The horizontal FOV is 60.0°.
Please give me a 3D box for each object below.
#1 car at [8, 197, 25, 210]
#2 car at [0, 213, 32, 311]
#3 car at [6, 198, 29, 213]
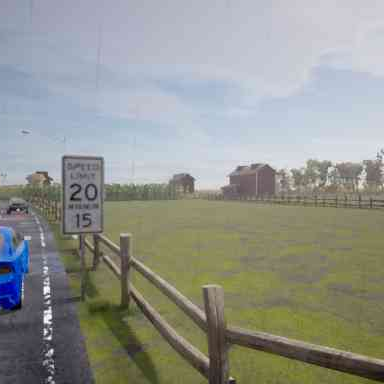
[{"bbox_3d":[-23.341,1.505,44.069,1.837,1.490,4.892,0,0,-30],"label":"car"},{"bbox_3d":[-4.719,1.479,7.375,1.882,1.535,5.008,0,0,-24],"label":"car"},{"bbox_3d":[-18.395,1.508,35.178,1.837,1.490,4.892,0,0,-28],"label":"car"}]
